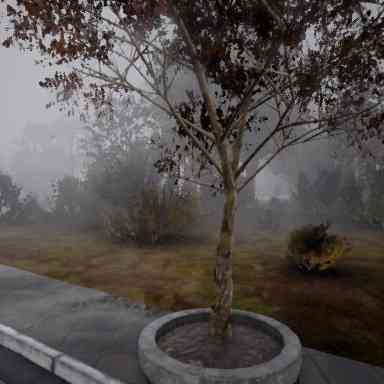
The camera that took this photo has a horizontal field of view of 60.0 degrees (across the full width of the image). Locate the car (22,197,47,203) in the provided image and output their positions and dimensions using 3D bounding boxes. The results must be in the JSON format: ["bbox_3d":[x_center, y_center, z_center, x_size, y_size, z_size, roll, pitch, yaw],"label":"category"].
[{"bbox_3d":[-21.668,1.231,44.622,1.994,1.385,4.181,1,0,32],"label":"car"}]

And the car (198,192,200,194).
[{"bbox_3d":[0.907,0.970,60.265,2.150,2.045,5.566,1,0,32],"label":"car"}]
